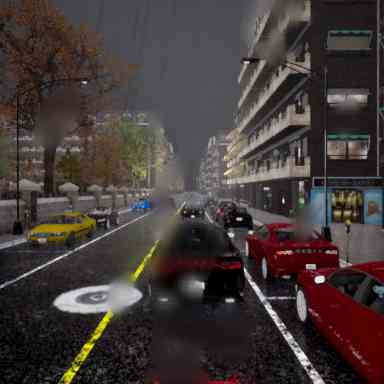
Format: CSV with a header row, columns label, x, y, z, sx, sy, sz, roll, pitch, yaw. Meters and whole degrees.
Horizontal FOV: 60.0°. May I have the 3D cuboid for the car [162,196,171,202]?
label,x,y,z,sx,sy,sz,roll,pitch,yaw
car,-5.762,1.602,76.141,1.802,1.307,4.206,0,0,0

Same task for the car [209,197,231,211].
label,x,y,z,sx,sy,sz,roll,pitch,yaw
car,2.661,1.442,26.333,1.967,1.590,4.097,0,0,0

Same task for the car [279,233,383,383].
label,x,y,z,sx,sy,sz,roll,pitch,yaw
car,2.682,1.544,4.192,1.887,1.381,4.507,0,0,0

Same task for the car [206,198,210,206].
label,x,y,z,sx,sy,sz,roll,pitch,yaw
car,2.657,1.569,31.868,1.947,1.339,4.313,0,0,0

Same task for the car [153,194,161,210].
label,x,y,z,sx,sy,sz,roll,pitch,yaw
car,-5.735,1.321,42.930,2.192,1.841,5.009,0,0,0

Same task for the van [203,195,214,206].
label,x,y,z,sx,sy,sz,roll,pitch,yaw
van,2.636,1.351,54.009,1.690,1.788,3.998,0,0,0

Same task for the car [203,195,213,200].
label,x,y,z,sx,sy,sz,roll,pitch,yaw
car,2.643,1.574,48.473,1.947,1.339,4.313,0,0,0

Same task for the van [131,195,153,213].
label,x,y,z,sx,sy,sz,roll,pitch,yaw
van,-5.729,1.345,37.394,1.690,1.788,3.998,0,0,0

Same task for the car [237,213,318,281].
label,x,y,z,sx,sy,sz,roll,pitch,yaw
car,2.677,1.544,9.727,1.887,1.381,4.507,0,0,0

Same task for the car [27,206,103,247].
label,x,y,z,sx,sy,sz,roll,pitch,yaw
car,-5.708,1.525,15.084,1.752,1.417,4.829,0,0,0

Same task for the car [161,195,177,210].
label,x,y,z,sx,sy,sz,roll,pitch,yaw
car,-3.046,1.517,43.620,1.837,1.490,4.892,0,0,0

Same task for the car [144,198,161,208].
label,x,y,z,sx,sy,sz,roll,pitch,yaw
car,-5.738,1.558,48.465,2.008,1.369,4.403,0,0,0

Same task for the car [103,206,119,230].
label,x,y,z,sx,sy,sz,roll,pitch,yaw
car,-5.713,1.551,20.790,2.008,1.369,4.403,0,0,0

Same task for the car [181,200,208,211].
label,x,y,z,sx,sy,sz,roll,pitch,yaw
car,0.075,1.603,27.944,1.895,1.301,4.718,0,0,0

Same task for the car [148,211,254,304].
label,x,y,z,sx,sy,sz,roll,pitch,yaw
car,0.089,1.477,8.245,1.882,1.535,5.008,0,0,0

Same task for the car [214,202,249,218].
label,x,y,z,sx,sy,sz,roll,pitch,yaw
car,2.667,1.567,20.798,1.947,1.339,4.313,0,0,0
